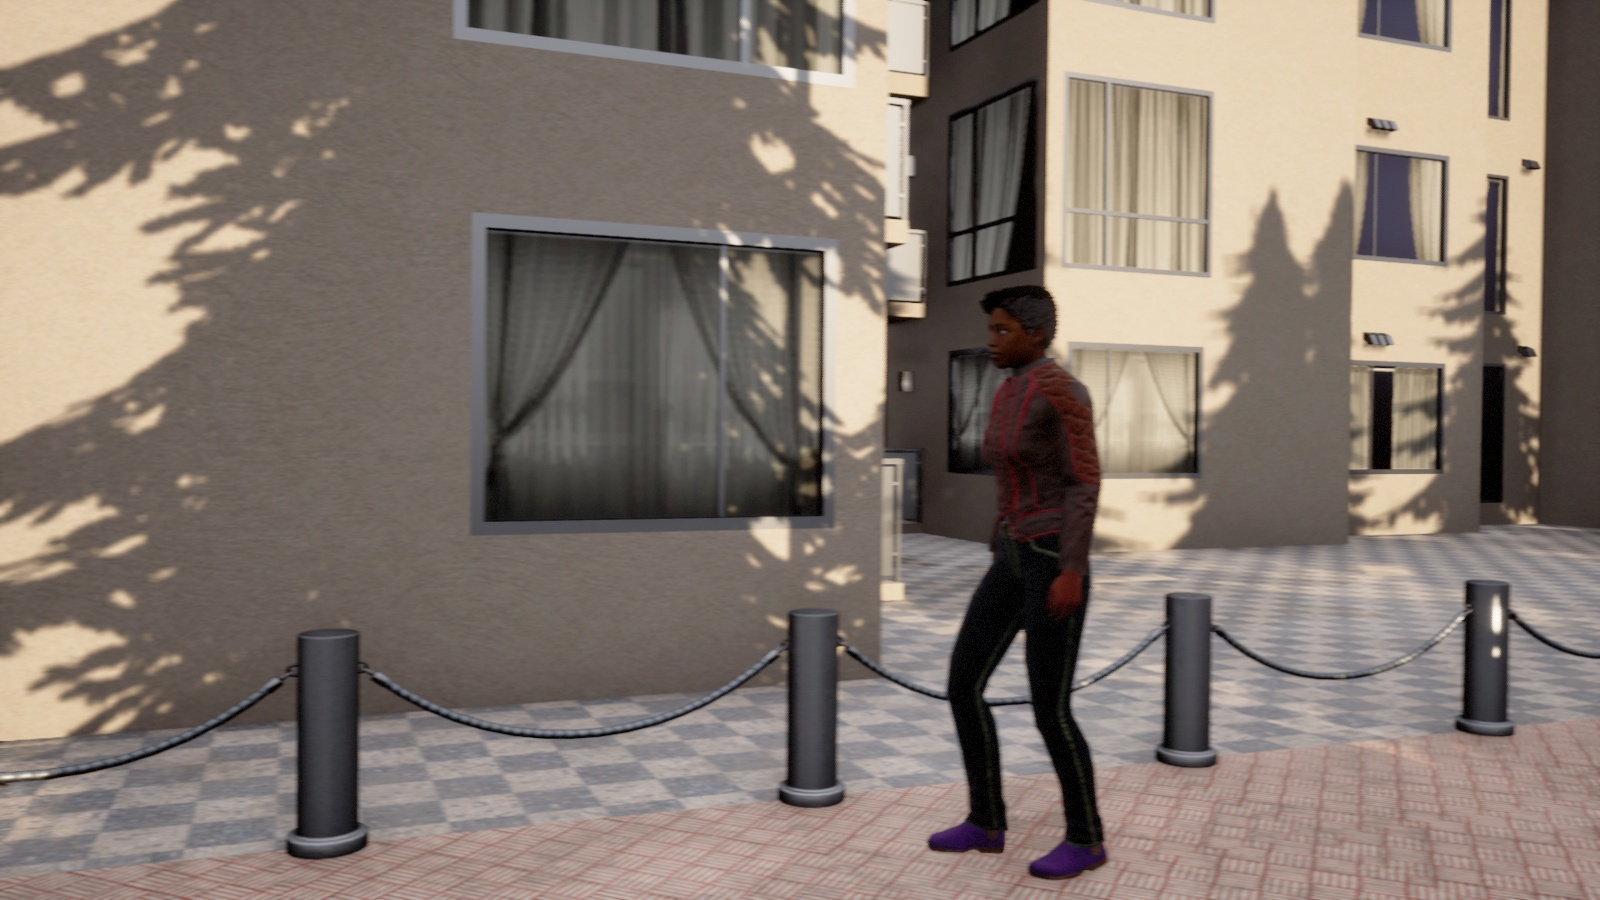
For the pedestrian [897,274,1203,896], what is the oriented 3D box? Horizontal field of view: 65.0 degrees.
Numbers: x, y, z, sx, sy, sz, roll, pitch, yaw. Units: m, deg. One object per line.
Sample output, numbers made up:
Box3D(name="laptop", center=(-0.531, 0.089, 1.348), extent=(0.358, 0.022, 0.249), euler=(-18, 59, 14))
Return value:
Box3D(name="pedestrian", center=(0.777, 0.387, 3.917), extent=(0.869, 1.805, 0.328), euler=(-1, 1, -16))
